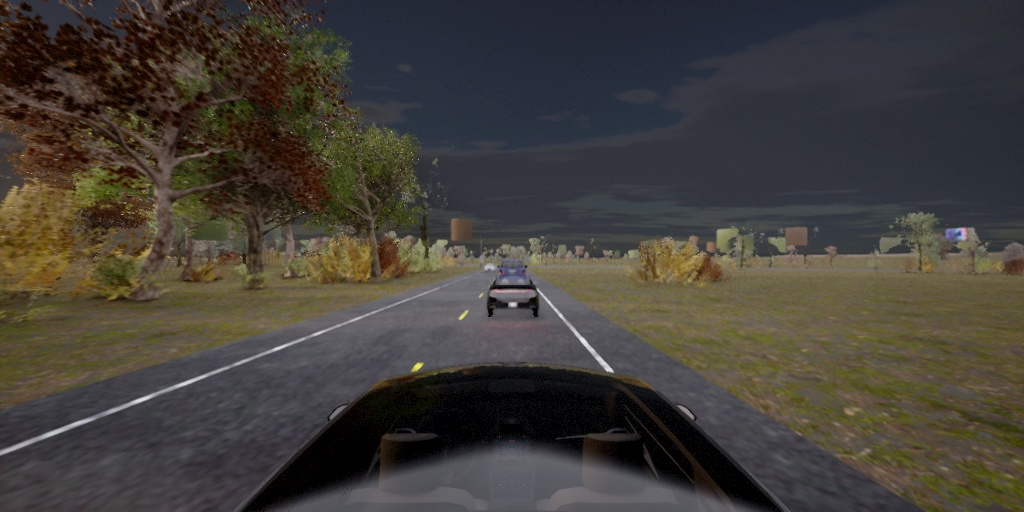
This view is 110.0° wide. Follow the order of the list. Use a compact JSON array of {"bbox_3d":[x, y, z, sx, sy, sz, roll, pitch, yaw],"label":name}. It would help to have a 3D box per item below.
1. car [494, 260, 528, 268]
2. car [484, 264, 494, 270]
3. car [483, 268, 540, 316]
[{"bbox_3d":[0.036,1.304,28.072,2.150,2.045,5.566,0,0,1],"label":"car"},{"bbox_3d":[-3.559,1.976,58.486,1.812,1.442,4.674,0,-1,0],"label":"car"},{"bbox_3d":[0.047,1.399,14.105,2.128,1.511,4.902,0,-1,0],"label":"car"}]
